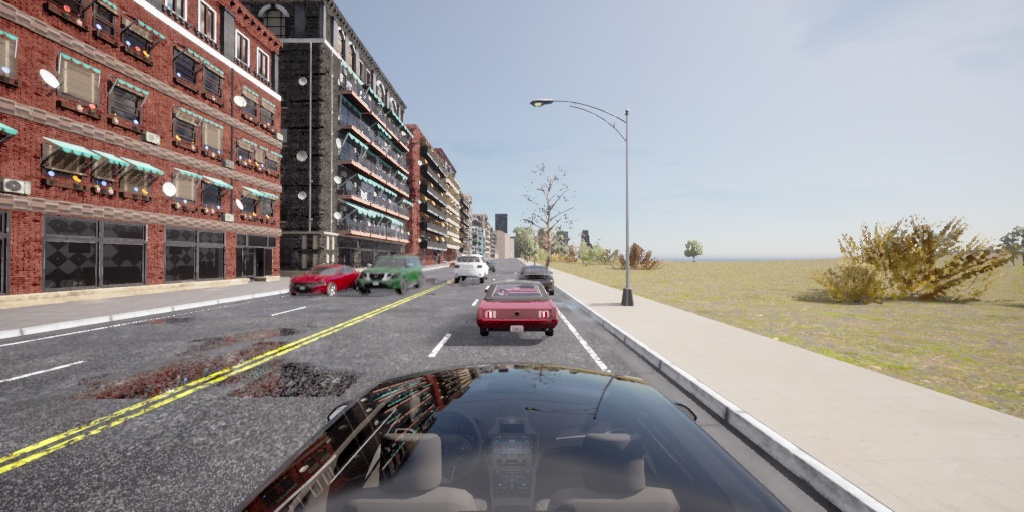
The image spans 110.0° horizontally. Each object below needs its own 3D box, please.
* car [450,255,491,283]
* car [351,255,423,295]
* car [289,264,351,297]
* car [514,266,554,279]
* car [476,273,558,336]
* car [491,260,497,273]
[{"bbox_3d":[-3.052,0.964,27.685,2.150,2.045,5.566,0,-1,0],"label":"car"},{"bbox_3d":[-6.533,0.973,19.960,2.150,2.045,5.566,0,0,0],"label":"car"},{"bbox_3d":[-9.785,1.230,19.244,1.882,1.535,5.008,0,0,0],"label":"car"},{"bbox_3d":[1.204,1.257,19.523,1.837,1.490,4.892,0,0,0],"label":"car"},{"bbox_3d":[0.131,1.352,10.323,1.895,1.301,4.718,0,0,0],"label":"car"},{"bbox_3d":[-2.982,1.243,44.574,2.128,1.511,4.902,0,0,0],"label":"car"}]
